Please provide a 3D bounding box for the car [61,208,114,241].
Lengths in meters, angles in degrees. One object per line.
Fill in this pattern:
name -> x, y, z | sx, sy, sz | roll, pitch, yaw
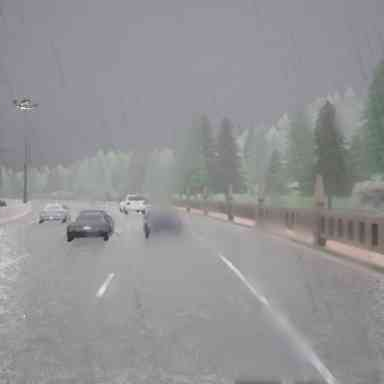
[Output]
car -> -5.134, 1.623, 17.196 | 1.994, 1.385, 4.181 | 0, 0, -10

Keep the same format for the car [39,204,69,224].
car -> -10.684, 1.626, 26.029 | 1.812, 1.442, 4.674 | 0, 0, -15

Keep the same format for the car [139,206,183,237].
car -> -1.744, 1.650, 18.299 | 1.895, 1.301, 4.718 | 0, 0, -10

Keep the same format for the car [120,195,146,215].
car -> -6.477, 1.329, 36.061 | 2.150, 2.045, 5.566 | 0, 0, -19
